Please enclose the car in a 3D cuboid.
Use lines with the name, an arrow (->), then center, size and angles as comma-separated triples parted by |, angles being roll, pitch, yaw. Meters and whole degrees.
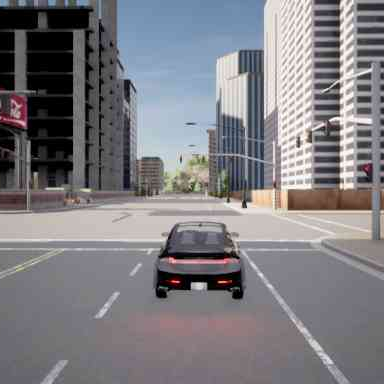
car -> 0.207, 1.490, 8.440 | 2.128, 1.511, 4.902 | 0, 0, 2
